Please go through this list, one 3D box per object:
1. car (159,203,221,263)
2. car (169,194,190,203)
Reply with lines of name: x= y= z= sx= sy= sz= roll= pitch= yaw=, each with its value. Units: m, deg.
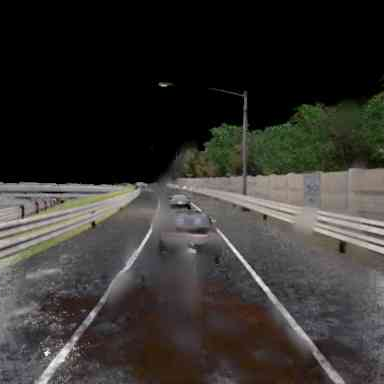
car: x=-0.111 y=1.390 z=11.598 sx=2.128 sy=1.511 sz=4.902 roll=0 pitch=1 yaw=-2
car: x=-1.223 y=0.830 z=31.797 sx=1.994 sy=1.385 sz=4.181 roll=0 pitch=2 yaw=-5
